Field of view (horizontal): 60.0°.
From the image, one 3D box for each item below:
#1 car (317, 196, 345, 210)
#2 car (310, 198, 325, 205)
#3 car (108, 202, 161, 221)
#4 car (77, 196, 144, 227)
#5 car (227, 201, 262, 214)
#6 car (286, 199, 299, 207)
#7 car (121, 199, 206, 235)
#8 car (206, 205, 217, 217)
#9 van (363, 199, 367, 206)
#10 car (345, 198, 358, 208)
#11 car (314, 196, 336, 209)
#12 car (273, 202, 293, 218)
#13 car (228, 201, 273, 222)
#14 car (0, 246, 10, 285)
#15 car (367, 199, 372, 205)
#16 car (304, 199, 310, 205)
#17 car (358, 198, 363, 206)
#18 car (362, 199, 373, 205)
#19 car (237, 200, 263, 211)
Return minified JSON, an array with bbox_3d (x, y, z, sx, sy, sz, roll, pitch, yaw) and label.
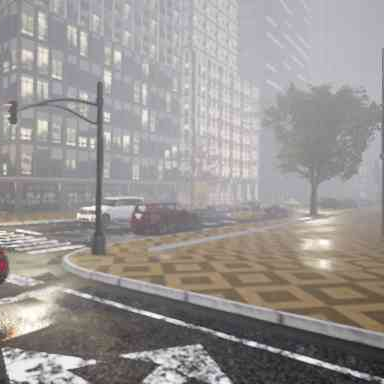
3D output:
[{"bbox_3d":[21.865,1.882,52.364,2.192,1.841,5.009,0,0,36],"label":"car"},{"bbox_3d":[28.527,2.178,75.465,2.008,1.369,4.403,1,0,36],"label":"car"},{"bbox_3d":[-5.101,1.675,30.000,1.752,1.417,4.829,0,0,36],"label":"car"},{"bbox_3d":[-5.745,1.369,24.756,2.150,2.045,5.566,1,0,37],"label":"car"},{"bbox_3d":[6.567,1.876,41.399,2.033,1.411,5.357,1,0,36],"label":"car"},{"bbox_3d":[18.368,2.012,61.730,1.752,1.417,4.829,1,0,36],"label":"car"},{"bbox_3d":[-1.613,1.542,20.622,2.192,1.841,5.009,0,0,36],"label":"car"},{"bbox_3d":[0.403,1.786,33.073,2.033,1.411,5.357,1,0,36],"label":"car"},{"bbox_3d":[35.281,2.094,70.502,1.690,1.788,3.998,1,0,36],"label":"van"},{"bbox_3d":[28.573,1.976,61.433,2.192,1.841,5.009,0,0,36],"label":"car"},{"bbox_3d":[23.763,1.805,59.272,2.150,2.045,5.566,1,0,36],"label":"car"},{"bbox_3d":[8.446,1.957,34.225,1.802,1.307,4.206,0,0,36],"label":"car"},{"bbox_3d":[5.194,1.853,29.827,1.752,1.417,4.829,0,0,36],"label":"car"},{"bbox_3d":[-6.251,1.582,8.141,4.674,1.442,1.812,-2,-1,35],"label":"car"},{"bbox_3d":[38.634,2.239,75.037,1.967,1.590,4.097,1,0,36],"label":"car"},{"bbox_3d":[25.174,2.163,70.932,1.802,1.307,4.206,1,0,36],"label":"car"},{"bbox_3d":[31.925,2.252,65.967,1.887,1.381,4.507,0,0,36],"label":"car"},{"bbox_3d":[41.987,2.427,79.571,1.802,1.307,4.206,1,0,36],"label":"car"},{"bbox_3d":[8.411,1.912,48.268,1.947,1.339,4.313,0,0,36],"label":"car"}]
